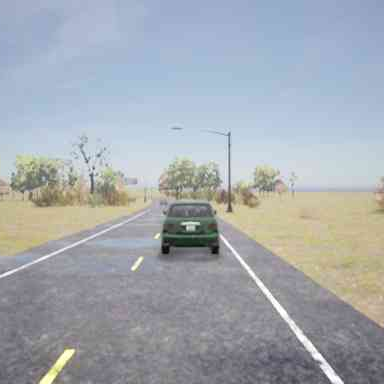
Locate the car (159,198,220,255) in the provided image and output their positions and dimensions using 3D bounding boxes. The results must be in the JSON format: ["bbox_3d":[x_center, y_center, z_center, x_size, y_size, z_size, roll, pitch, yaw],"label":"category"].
[{"bbox_3d":[-0.084,1.352,14.075,2.150,2.045,5.566,0,0,-1],"label":"car"}]

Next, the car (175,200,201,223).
[{"bbox_3d":[-0.399,1.627,29.148,2.097,1.767,4.553,0,-1,-2],"label":"car"}]

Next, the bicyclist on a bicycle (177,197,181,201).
[{"bbox_3d":[-3.410,2.289,93.987,0.866,1.612,1.509,0,0,-5],"label":"bicyclist on a bicycle"}]

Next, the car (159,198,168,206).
[{"bbox_3d":[-6.030,2.161,71.579,1.837,1.490,4.892,0,0,-4],"label":"car"}]
